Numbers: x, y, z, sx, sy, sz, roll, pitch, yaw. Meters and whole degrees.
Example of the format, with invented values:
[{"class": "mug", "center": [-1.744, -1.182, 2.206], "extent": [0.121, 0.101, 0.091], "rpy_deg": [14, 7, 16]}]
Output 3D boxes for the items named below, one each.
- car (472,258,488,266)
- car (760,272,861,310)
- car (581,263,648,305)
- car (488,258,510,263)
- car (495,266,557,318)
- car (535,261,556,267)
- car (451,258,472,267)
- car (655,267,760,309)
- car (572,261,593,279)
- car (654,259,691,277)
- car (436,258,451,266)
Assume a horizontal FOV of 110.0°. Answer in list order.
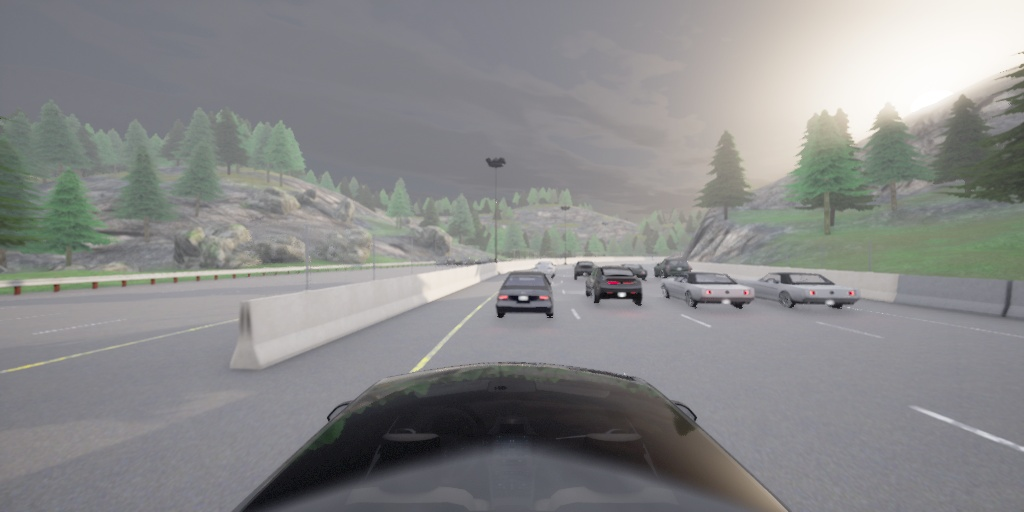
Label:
[{"class": "car", "center": [-4.565, 1.018, 61.026], "extent": [1.882, 1.535, 5.008], "rpy_deg": [0, 0, 18]}, {"class": "car", "center": [11.244, 1.312, 14.645], "extent": [1.895, 1.301, 4.718], "rpy_deg": [0, 0, 5]}, {"class": "car", "center": [4.317, 1.205, 15.678], "extent": [1.837, 1.490, 4.892], "rpy_deg": [0, -1, 6]}, {"class": "car", "center": [-1.752, 1.152, 58.367], "extent": [1.895, 1.301, 4.718], "rpy_deg": [0, 0, 17]}, {"class": "car", "center": [0.538, 1.259, 12.868], "extent": [2.033, 1.411, 5.357], "rpy_deg": [0, 0, 5]}, {"class": "car", "center": [2.976, 1.170, 32.291], "extent": [1.812, 1.442, 4.674], "rpy_deg": [0, 0, 10]}, {"class": "car", "center": [-7.983, 1.083, 61.893], "extent": [2.033, 1.411, 5.357], "rpy_deg": [0, 0, 18]}, {"class": "car", "center": [7.747, 1.309, 14.818], "extent": [1.895, 1.301, 4.718], "rpy_deg": [0, 0, 5]}, {"class": "car", "center": [6.252, 1.159, 30.699], "extent": [1.837, 1.490, 4.892], "rpy_deg": [0, 1, 10]}, {"class": "car", "center": [13.141, 1.011, 29.458], "extent": [2.097, 1.767, 4.553], "rpy_deg": [0, 0, 10]}, {"class": "car", "center": [-11.553, 1.025, 62.152], "extent": [2.128, 1.511, 4.902], "rpy_deg": [0, 0, 17]}]
